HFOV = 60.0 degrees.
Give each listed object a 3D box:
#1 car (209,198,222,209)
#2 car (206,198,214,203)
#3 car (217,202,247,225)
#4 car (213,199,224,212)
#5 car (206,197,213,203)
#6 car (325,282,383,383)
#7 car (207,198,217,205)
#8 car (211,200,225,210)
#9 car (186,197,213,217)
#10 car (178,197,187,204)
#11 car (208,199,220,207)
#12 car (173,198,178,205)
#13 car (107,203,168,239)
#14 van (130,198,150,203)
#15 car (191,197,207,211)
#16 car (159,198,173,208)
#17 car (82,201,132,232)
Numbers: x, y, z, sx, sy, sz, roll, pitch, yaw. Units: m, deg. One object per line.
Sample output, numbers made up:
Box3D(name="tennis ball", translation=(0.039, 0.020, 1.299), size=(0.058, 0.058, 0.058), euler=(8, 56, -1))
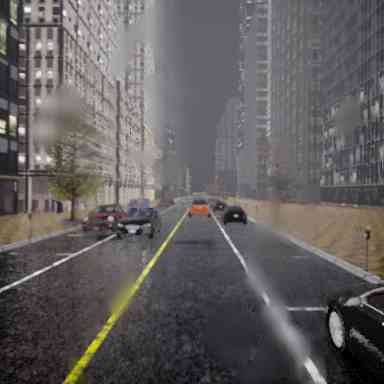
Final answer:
Box3D(name="car", translation=(3.840, 1.811, 54.226), size=(1.967, 1.590, 4.097), euler=(0, 0, 1))
Box3D(name="car", translation=(4.462, 2.091, 82.431), size=(1.887, 1.381, 4.507), euler=(0, 0, 1))
Box3D(name="car", translation=(3.218, 1.758, 26.019), size=(1.947, 1.339, 4.313), euler=(0, 0, 1))
Box3D(name="car", translation=(3.591, 1.866, 42.943), size=(1.947, 1.339, 4.313), euler=(0, 0, 1))
Box3D(name="car", translation=(4.591, 2.107, 88.243), size=(1.752, 1.417, 4.829), euler=(0, 0, 1))
Box3D(name="car", translation=(2.849, 1.597, 3.454), size=(2.008, 1.369, 4.403), euler=(0, 0, 1))
Box3D(name="car", translation=(4.214, 2.042, 71.149), size=(1.947, 1.339, 4.313), euler=(0, 0, 1))
Box3D(name="car", translation=(3.715, 1.917, 48.584), size=(1.802, 1.307, 4.206), euler=(0, 0, 1))
Box3D(name="car", translation=(0.783, 1.574, 34.003), size=(2.097, 1.767, 4.553), euler=(0, 0, 2))
Box3D(name="car", translation=(-1.434, 2.028, 72.814), size=(1.895, 1.301, 4.718), euler=(0, 0, 1))
Box3D(name="car", translation=(3.964, 1.972, 59.866), size=(1.947, 1.339, 4.313), euler=(0, 0, 1))
Box3D(name="car", translation=(-4.290, 1.940, 65.691), size=(1.947, 1.339, 4.313), euler=(0, 0, 1))
Box3D(name="car", translation=(-2.737, 1.585, 18.002), size=(2.128, 1.511, 4.902), euler=(0, 0, 1))
Box3D(name="van", translation=(-5.037, 1.502, 31.853), size=(1.690, 1.788, 3.998), euler=(0, 0, 1))
Box3D(name="car", translation=(1.035, 1.649, 46.062), size=(2.097, 1.767, 4.553), euler=(0, 0, 2))
Box3D(name="car", translation=(-4.538, 1.886, 54.411), size=(1.802, 1.307, 4.206), euler=(0, 0, 1))
Box3D(name="car", translation=(-5.285, 1.529, 20.573), size=(1.967, 1.590, 4.097), euler=(0, 0, 1))
